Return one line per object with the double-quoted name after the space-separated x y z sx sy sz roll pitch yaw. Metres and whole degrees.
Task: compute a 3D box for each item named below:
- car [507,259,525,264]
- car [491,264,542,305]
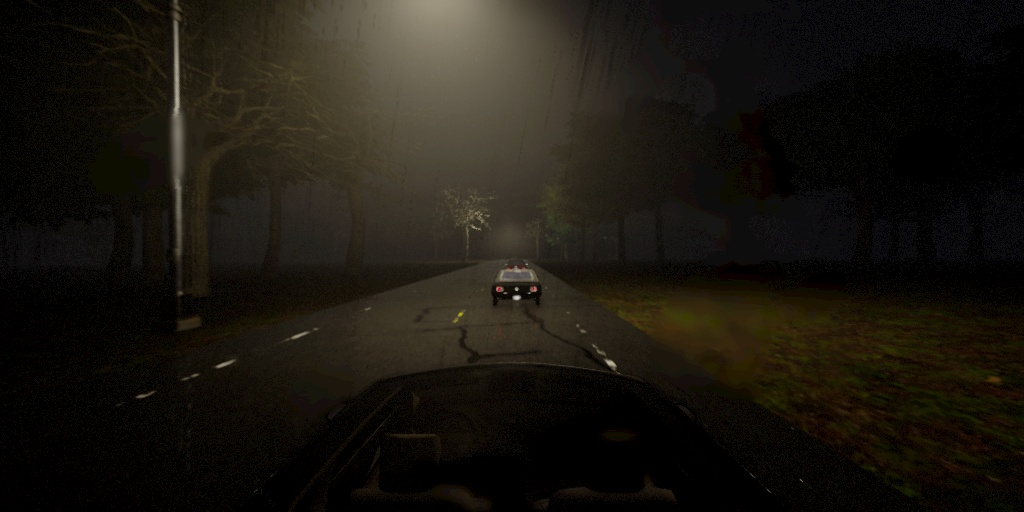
0.365 0.979 31.030 2.033 1.411 5.357 0 1 1 "car"
0.203 1.202 15.155 1.895 1.301 4.718 0 1 1 "car"
